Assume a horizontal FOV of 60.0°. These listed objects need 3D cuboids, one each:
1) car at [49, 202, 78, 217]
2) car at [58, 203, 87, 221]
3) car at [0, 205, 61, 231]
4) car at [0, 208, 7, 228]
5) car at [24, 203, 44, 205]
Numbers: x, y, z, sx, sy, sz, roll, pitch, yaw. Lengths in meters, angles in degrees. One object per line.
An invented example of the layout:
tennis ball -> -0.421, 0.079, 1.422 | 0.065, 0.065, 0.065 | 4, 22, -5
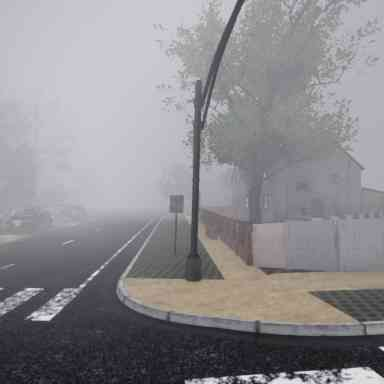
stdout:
car -> -16.268, 2.170, 42.326 | 2.097, 1.767, 4.553 | 2, -1, -3
car -> -12.666, 2.104, 35.216 | 2.097, 1.767, 4.553 | 2, -1, -3
car -> -12.153, 2.019, 25.327 | 2.128, 1.511, 4.902 | 2, -1, -3
car -> -15.316, 1.896, 23.601 | 1.837, 1.490, 4.892 | 2, -1, -3
car -> -15.786, 1.948, 32.650 | 2.097, 1.767, 4.553 | 2, -1, -3
